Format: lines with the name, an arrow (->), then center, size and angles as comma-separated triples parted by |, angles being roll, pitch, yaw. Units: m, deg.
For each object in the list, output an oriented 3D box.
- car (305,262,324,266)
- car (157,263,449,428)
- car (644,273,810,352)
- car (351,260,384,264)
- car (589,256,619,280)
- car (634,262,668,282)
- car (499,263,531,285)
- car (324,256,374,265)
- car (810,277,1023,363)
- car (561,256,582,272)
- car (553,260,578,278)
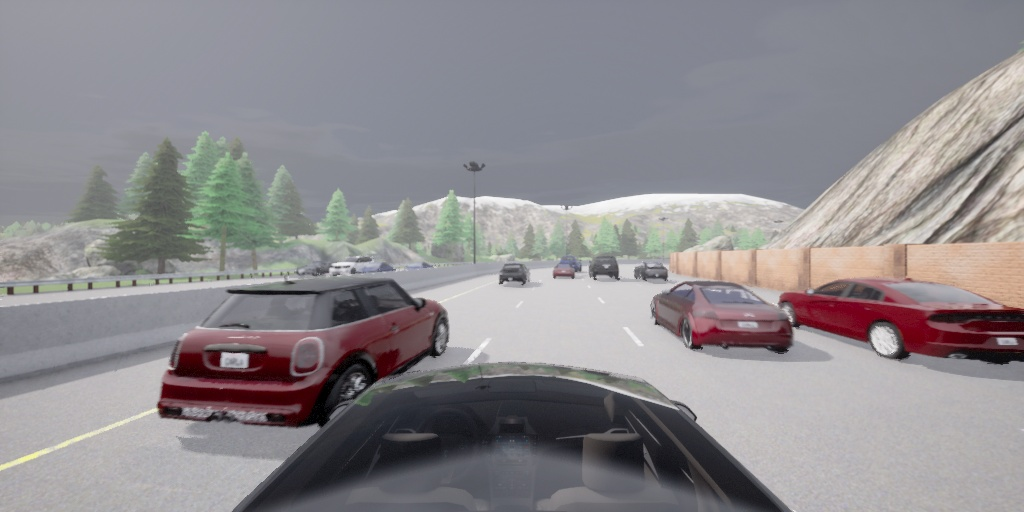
car -> -19.598, 1.313, 36.382 | 2.128, 1.511, 4.902 | 0, 0, 10
car -> -2.616, 1.112, 5.866 | 2.097, 1.767, 4.553 | 0, 0, 8
car -> 4.888, 1.315, 8.982 | 1.994, 1.385, 4.181 | 0, 0, 8
car -> -12.889, 1.334, 34.236 | 1.812, 1.442, 4.674 | 0, 0, 9
car -> 8.094, 0.995, 31.810 | 2.150, 2.045, 5.566 | 0, 0, 8
car -> 11.278, 1.257, 29.348 | 2.128, 1.511, 4.902 | 0, 0, 8
car -> 0.242, 1.282, 26.312 | 1.837, 1.490, 4.892 | 0, 0, 8
car -> -16.067, 1.037, 36.573 | 2.150, 2.045, 5.566 | 0, 0, 9
car -> 8.317, 1.222, 8.227 | 1.882, 1.535, 5.008 | 0, 0, 8
car -> 7.320, 1.009, 44.538 | 2.150, 2.045, 5.566 | 0, 0, 19
car -> 4.899, 1.343, 33.761 | 1.994, 1.385, 4.181 | 0, 0, 9
